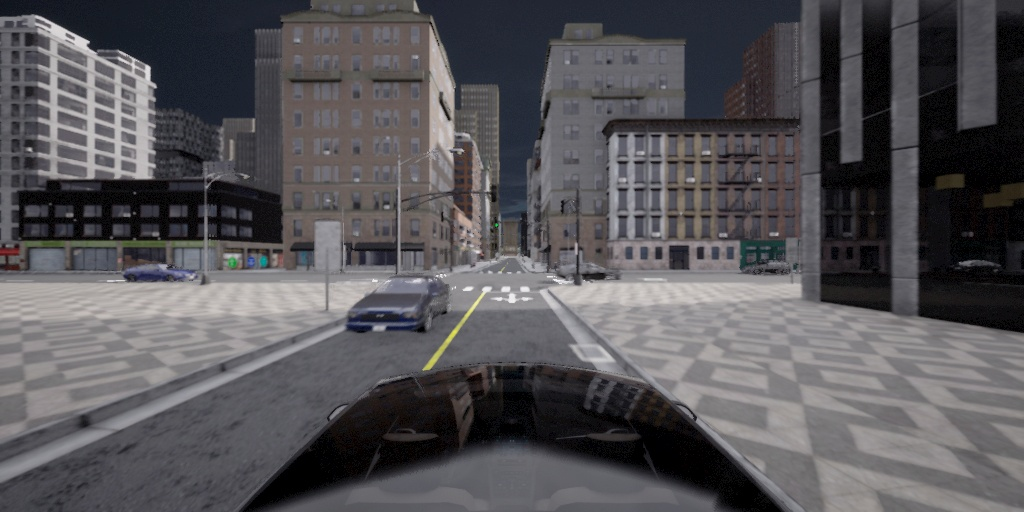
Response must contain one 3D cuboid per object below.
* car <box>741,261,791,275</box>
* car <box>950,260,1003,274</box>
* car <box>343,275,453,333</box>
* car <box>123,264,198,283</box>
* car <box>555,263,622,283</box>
[{"bbox_3d":[26.095,1.223,36.696,4.674,1.442,1.812,0,0,0],"label":"car"},{"bbox_3d":[46.704,1.201,36.535,4.892,1.490,1.837,0,0,0],"label":"car"},{"bbox_3d":[-3.059,1.292,10.953,2.033,1.411,5.357,0,0,0],"label":"car"},{"bbox_3d":[-26.457,1.311,27.033,4.674,1.442,1.812,1,0,0],"label":"car"},{"bbox_3d":[5.705,1.238,26.921,4.902,1.511,2.128,0,0,0],"label":"car"}]
